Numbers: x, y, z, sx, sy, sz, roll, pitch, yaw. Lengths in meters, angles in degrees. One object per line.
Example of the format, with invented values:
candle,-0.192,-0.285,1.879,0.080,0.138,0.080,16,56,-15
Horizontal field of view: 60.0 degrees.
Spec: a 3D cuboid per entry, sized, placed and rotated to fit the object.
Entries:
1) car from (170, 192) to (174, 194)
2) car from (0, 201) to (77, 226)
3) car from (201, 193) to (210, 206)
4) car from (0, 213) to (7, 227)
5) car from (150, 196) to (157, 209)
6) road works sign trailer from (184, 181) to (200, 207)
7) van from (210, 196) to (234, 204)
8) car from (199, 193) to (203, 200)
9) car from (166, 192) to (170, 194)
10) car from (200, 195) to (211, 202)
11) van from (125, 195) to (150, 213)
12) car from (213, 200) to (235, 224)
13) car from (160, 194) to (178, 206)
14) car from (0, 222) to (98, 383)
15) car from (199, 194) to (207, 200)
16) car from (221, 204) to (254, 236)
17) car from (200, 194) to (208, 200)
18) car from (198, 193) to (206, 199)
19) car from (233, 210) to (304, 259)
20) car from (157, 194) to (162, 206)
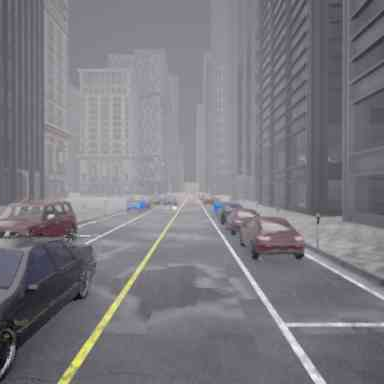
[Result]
car,-5.773,1.255,74.106,1.947,1.339,4.313,0,0,0
car,-5.768,1.266,12.055,2.192,1.841,5.009,0,0,0
car,2.754,1.334,51.545,1.887,1.381,4.507,0,0,0
car,-5.767,1.414,6.414,1.967,1.590,4.097,0,0,0
car,-5.770,1.381,40.261,1.887,1.381,4.507,0,0,0
road works sign trailer,-0.006,0.267,48.276,2.380,3.560,2.880,0,0,0
van,2.755,1.223,28.982,1.690,1.788,3.998,0,0,0
car,2.753,1.291,62.826,2.008,1.369,4.403,0,0,0
car,-5.773,1.181,62.823,1.967,1.590,4.097,0,0,0
car,2.753,1.281,68.467,1.947,1.339,4.313,0,0,0
van,-5.771,1.200,34.619,1.690,1.788,3.998,0,0,0
car,2.757,1.471,23.342,1.947,1.339,4.313,0,0,0
car,-3.087,1.367,48.413,1.994,1.385,4.181,0,0,0
car,-3.102,1.525,5.540,2.033,1.411,5.357,0,0,0
car,2.751,1.185,85.389,2.008,1.369,4.403,0,0,0
car,2.757,1.510,17.702,1.802,1.307,4.206,0,0,0
car,2.751,1.186,79.918,1.752,1.417,4.829,0,0,0
car,2.750,1.046,91.030,1.967,1.590,4.097,0,0,0
car,2.758,1.533,12.061,1.802,1.307,4.206,0,0,0
car,-5.771,1.355,51.542,1.947,1.339,4.313,0,0,0
